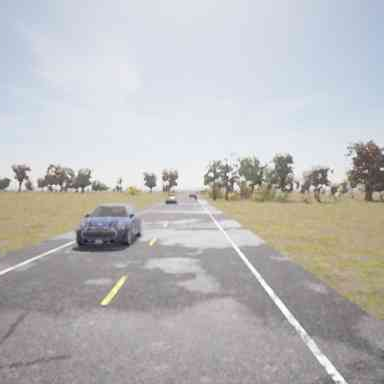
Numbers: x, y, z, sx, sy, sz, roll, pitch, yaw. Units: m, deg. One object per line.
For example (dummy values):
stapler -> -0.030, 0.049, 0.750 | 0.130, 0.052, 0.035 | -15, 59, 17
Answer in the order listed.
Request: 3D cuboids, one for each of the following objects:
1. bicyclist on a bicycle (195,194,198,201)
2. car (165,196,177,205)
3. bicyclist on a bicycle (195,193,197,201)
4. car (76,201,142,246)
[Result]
bicyclist on a bicycle -> 0.949, 1.291, 72.672 | 0.866, 1.612, 1.509 | 0, 0, 0
car -> -3.554, 1.446, 57.321 | 1.994, 1.385, 4.181 | 0, 0, 1
bicyclist on a bicycle -> 0.951, 1.209, 81.661 | 0.659, 1.776, 1.843 | 0, 0, 0
car -> -3.603, 1.319, 15.086 | 2.097, 1.767, 4.553 | 0, 0, 0
